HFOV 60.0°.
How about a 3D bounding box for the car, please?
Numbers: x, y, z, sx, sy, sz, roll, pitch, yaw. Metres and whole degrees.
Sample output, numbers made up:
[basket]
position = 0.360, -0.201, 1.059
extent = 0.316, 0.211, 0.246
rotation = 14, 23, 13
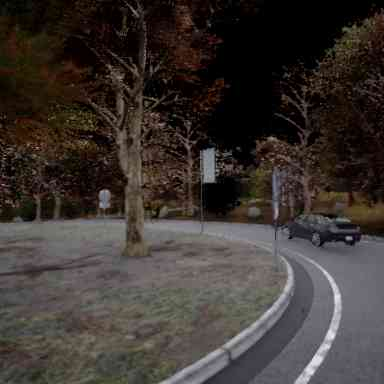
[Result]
[car]
position = 6.272, 1.802, 16.673
extent = 1.837, 1.490, 4.892
rotation = 1, -2, -11
